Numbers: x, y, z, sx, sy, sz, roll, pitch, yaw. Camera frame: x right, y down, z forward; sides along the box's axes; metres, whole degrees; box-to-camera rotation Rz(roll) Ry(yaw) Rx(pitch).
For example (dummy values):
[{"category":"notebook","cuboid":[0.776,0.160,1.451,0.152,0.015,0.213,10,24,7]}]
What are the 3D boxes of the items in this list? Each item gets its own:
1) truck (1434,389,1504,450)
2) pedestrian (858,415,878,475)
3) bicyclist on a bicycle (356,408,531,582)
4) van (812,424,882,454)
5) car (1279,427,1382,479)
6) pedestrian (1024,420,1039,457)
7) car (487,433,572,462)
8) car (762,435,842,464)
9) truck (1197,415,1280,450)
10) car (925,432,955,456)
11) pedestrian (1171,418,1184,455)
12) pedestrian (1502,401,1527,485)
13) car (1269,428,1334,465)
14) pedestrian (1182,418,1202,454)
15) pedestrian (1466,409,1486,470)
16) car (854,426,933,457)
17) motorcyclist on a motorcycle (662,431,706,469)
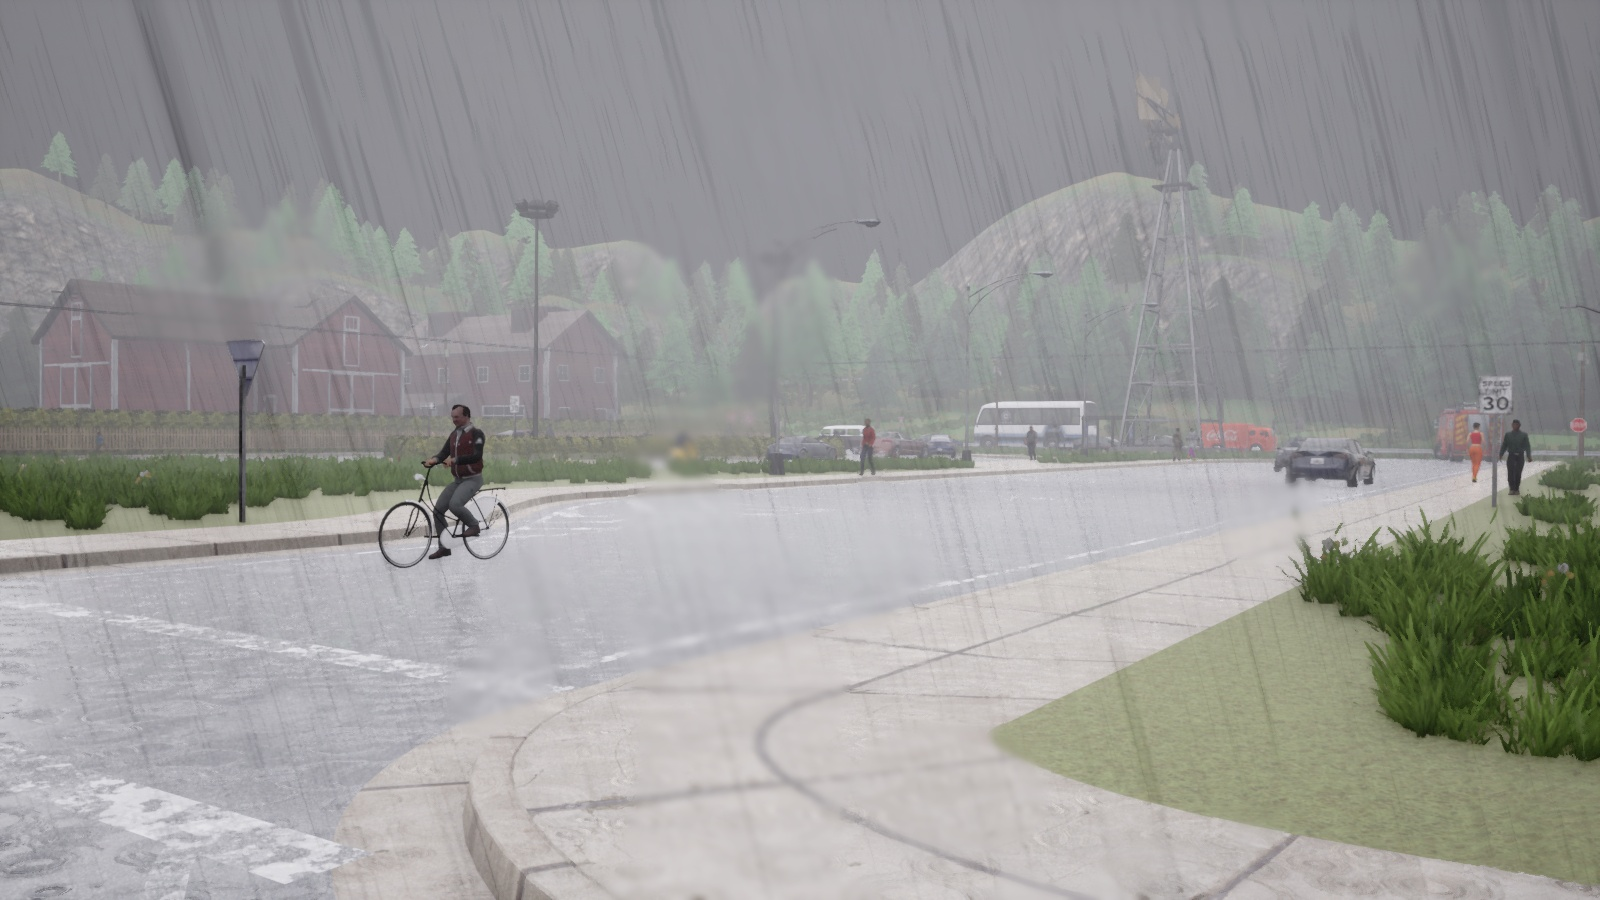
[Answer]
[{"category":"truck","cuboid":[44.352,-1.976,83.534,2.891,3.827,8.468,0,1,20]},{"category":"pedestrian","cuboid":[2.076,-0.158,38.543,0.331,1.846,0.636,0,1,32]},{"category":"bicyclist on a bicycle","cuboid":[-3.862,0.449,13.748,0.659,1.776,1.843,0,1,33]},{"category":"van","cuboid":[3.259,-0.763,87.190,4.480,2.038,2.069,0,1,40]},{"category":"car","cuboid":[16.559,0.048,39.063,2.163,1.488,4.792,0,1,33]},{"category":"pedestrian","cuboid":[11.624,-0.585,63.053,0.540,1.848,0.694,0,1,29]},{"category":"car","cuboid":[-15.033,-0.140,69.920,2.007,1.525,4.514,0,1,33]},{"category":"car","cuboid":[0.130,-0.045,61.461,1.994,1.385,4.181,0,1,32]},{"category":"truck","cuboid":[31.823,-1.290,91.121,5.204,2.467,2.627,0,1,34]},{"category":"car","cuboid":[8.732,-0.391,78.329,1.812,1.442,4.674,0,1,7]},{"category":"pedestrian","cuboid":[19.821,-0.693,65.919,0.396,1.930,0.692,0,1,37]},{"category":"pedestrian","cuboid":[16.677,-0.168,29.306,0.423,1.949,0.788,0,1,36]},{"category":"car","cuboid":[20.952,-0.159,52.373,1.845,1.501,3.633,0,1,33]},{"category":"pedestrian","cuboid":[21.373,-0.742,68.536,0.873,1.952,0.659,-1,1,-40]},{"category":"pedestrian","cuboid":[20.716,-0.326,38.491,0.594,1.836,0.345,-1,1,-40]},{"category":"car","cuboid":[5.186,-0.481,69.211,2.152,1.651,5.027,0,1,33]},{"category":"motorcyclist on a motorcycle","cuboid":[-4.961,-0.006,53.911,0.866,1.590,1.817,0,1,37]}]
